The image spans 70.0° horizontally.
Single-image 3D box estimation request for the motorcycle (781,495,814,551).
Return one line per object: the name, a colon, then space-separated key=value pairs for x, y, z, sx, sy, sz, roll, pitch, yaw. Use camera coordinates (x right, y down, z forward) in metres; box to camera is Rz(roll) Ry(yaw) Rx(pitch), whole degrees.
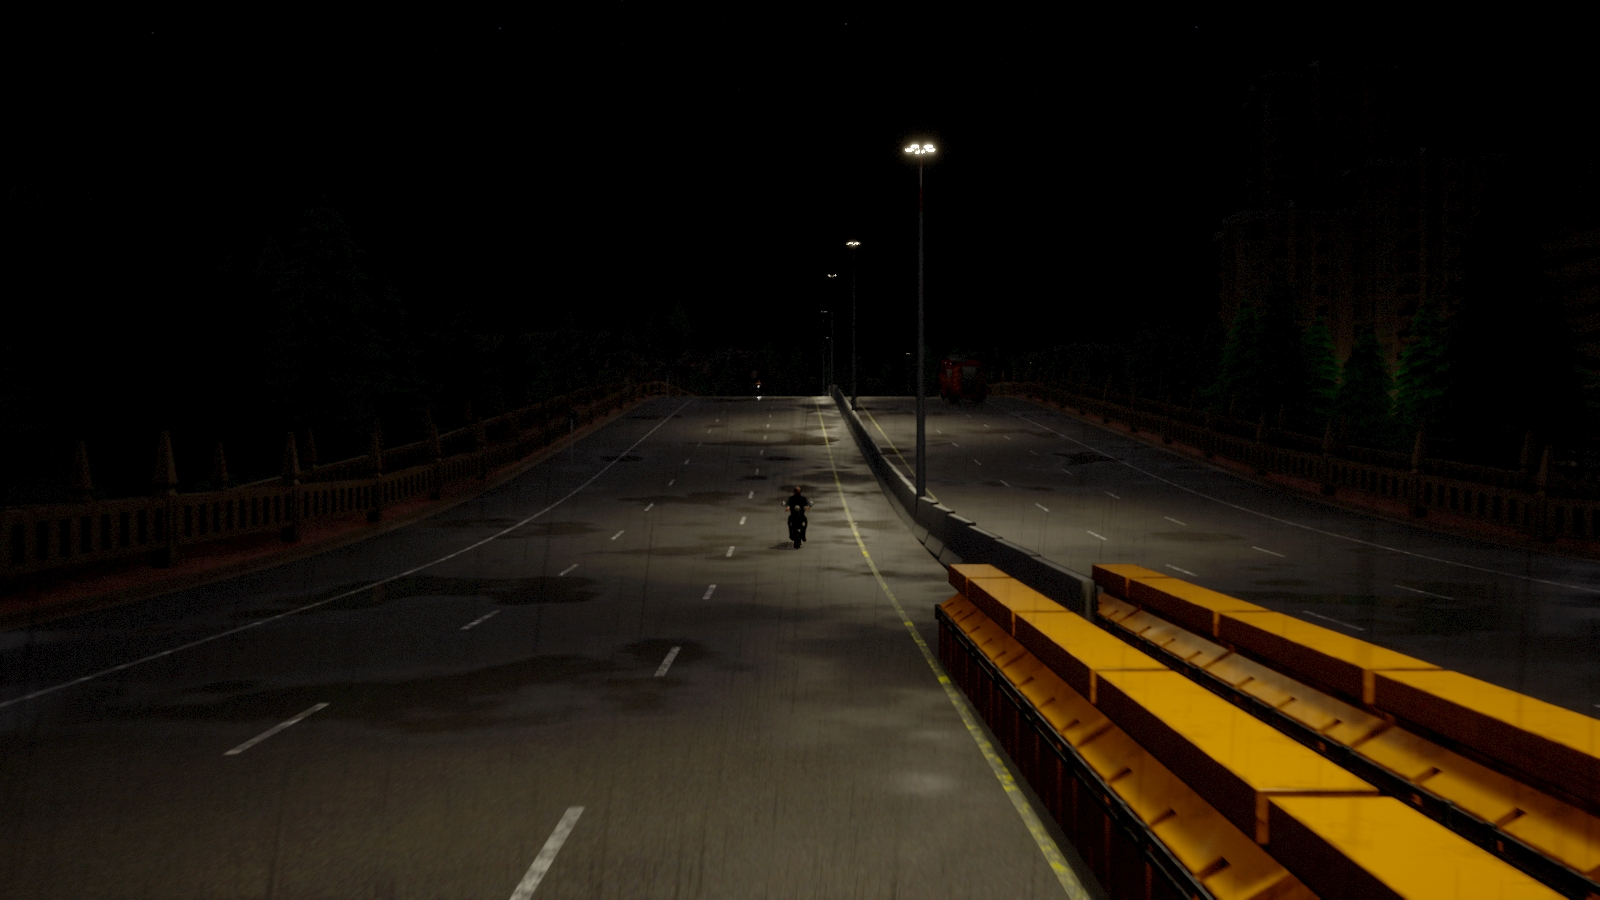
motorcycle: x=-0.069 y=1.947 z=30.792 sx=0.856 sy=1.316 sz=1.805 roll=0 pitch=2 yaw=0
